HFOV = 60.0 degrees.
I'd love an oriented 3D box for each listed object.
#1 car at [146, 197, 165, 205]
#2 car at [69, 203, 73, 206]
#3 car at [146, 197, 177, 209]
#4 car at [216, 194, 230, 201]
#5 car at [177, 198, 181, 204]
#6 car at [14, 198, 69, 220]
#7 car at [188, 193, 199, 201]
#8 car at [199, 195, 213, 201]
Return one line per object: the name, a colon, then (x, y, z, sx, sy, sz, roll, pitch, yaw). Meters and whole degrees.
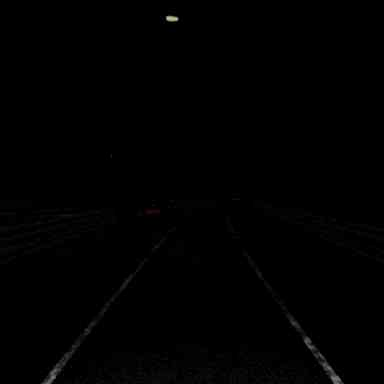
car: (-6.524, 1.571, 59.990, 1.895, 1.301, 4.718, 0, 0, 16)
car: (-14.189, 1.406, 34.090, 1.837, 1.490, 4.892, 0, 0, 16)
car: (-4.068, 1.451, 43.616, 2.128, 1.511, 4.902, 0, 0, 16)
car: (7.278, 1.491, 81.971, 1.882, 1.535, 5.008, 0, 0, 16)
car: (-3.459, 1.526, 58.017, 2.033, 1.411, 5.357, 0, 0, 16)
car: (-12.535, 1.456, 27.342, 1.994, 1.385, 4.181, 0, 0, 16)
car: (0.582, 1.217, 84.013, 2.150, 2.045, 5.566, 0, 0, 16)
car: (3.912, 1.481, 82.932, 1.882, 1.535, 5.008, 0, 0, 16)
